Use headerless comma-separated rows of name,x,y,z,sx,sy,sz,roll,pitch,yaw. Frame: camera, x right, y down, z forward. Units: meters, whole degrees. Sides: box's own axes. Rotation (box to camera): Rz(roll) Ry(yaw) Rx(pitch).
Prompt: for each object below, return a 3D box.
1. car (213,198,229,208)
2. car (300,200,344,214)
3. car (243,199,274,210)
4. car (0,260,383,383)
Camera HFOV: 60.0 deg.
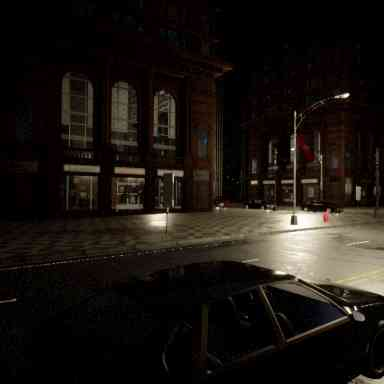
car,3.349,1.789,53.358,1.812,1.442,4.674,1,-1,-35
car,14.594,1.679,37.507,1.837,1.490,4.892,1,-1,-35
car,9.105,1.722,45.245,1.837,1.490,4.892,1,-1,-35
car,0.423,1.548,3.744,5.357,1.411,2.033,0,0,-36
